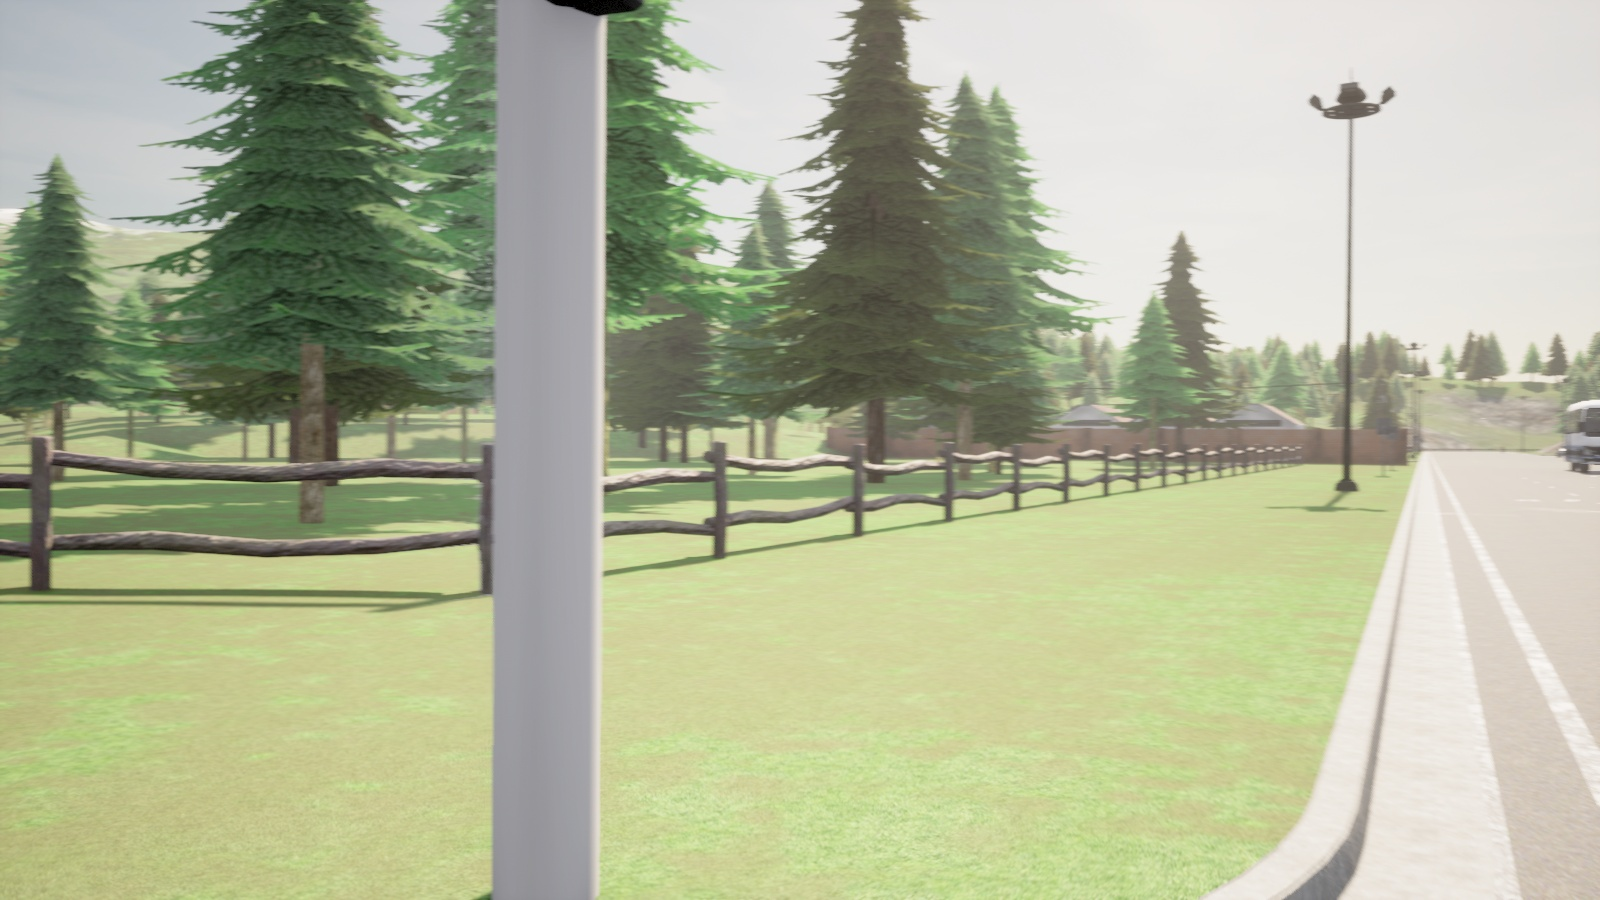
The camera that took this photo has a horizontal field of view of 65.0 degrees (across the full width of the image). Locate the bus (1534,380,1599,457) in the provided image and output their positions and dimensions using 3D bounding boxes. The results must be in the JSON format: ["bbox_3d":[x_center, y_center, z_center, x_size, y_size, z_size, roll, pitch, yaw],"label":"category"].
[{"bbox_3d":[46.103,-1.815,74.105,3.944,4.253,10.273,0,1,26],"label":"bus"}]
